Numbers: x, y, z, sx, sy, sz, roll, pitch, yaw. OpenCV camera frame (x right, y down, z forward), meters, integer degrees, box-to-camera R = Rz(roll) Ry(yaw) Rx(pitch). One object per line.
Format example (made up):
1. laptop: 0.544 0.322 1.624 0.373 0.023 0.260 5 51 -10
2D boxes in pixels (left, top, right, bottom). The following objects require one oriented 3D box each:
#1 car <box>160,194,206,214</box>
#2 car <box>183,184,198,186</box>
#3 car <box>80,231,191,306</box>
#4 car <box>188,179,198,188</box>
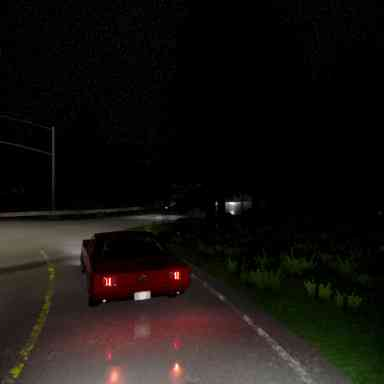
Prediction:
1. car: -0.615 0.954 32.394 2.150 2.045 5.566 0 2 39
2. car: -0.207 -1.008 59.266 1.882 1.535 5.008 0 4 -25
3. car: -1.678 1.601 8.145 1.895 1.301 4.718 0 0 -21
4. car: 0.142 -1.820 70.088 2.128 1.511 4.902 0 5 -1
